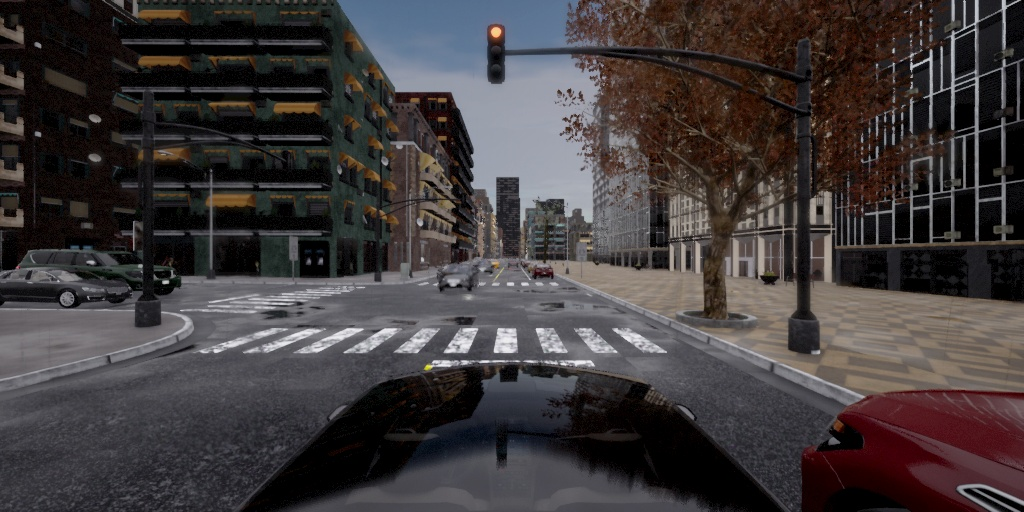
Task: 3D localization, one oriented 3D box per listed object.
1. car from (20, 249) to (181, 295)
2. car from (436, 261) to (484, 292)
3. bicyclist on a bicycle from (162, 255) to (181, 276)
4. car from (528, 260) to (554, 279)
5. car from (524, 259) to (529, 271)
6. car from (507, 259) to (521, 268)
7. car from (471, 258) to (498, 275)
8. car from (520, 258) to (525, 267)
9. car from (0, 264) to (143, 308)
[{"bbox_3d":[-17.766,0.746,15.530,5.566,2.045,2.150,1,0,0],"label":"car"},{"bbox_3d":[-3.069,1.247,21.246,2.128,1.511,4.902,0,0,0],"label":"car"},{"bbox_3d":[-23.133,0.761,24.218,0.582,1.620,1.656,1,0,0],"label":"bicyclist on a bicycle"},{"bbox_3d":[2.739,1.307,32.333,1.888,1.381,4.507,0,0,0],"label":"car"},{"bbox_3d":[2.757,1.297,43.568,1.751,1.417,4.829,0,0,0],"label":"car"},{"bbox_3d":[0.199,1.289,63.479,2.128,1.511,4.902,0,0,0],"label":"car"},{"bbox_3d":[-3.039,1.260,39.694,2.128,1.511,4.902,0,0,0],"label":"car"},{"bbox_3d":[2.783,1.374,59.995,1.802,1.307,4.207,0,0,0],"label":"car"},{"bbox_3d":[-16.417,1.091,12.947,4.403,1.370,2.007,0,0,0],"label":"car"}]
